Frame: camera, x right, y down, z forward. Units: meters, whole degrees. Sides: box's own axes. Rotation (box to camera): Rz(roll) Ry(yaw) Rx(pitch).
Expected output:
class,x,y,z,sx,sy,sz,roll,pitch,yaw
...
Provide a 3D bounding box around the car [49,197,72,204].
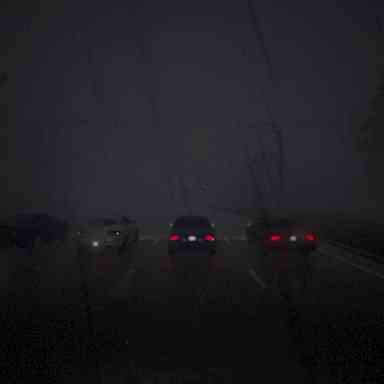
class,x,y,z,sx,sy,sz,roll,pitch,yaw
car,-34.107,2.155,86.158,4.553,1.767,2.097,0,-1,35

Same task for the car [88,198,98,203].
class,x,y,z,sx,sy,sz,roll,pitch,yaw
car,-28.661,2.438,90.815,4.718,1.301,1.895,0,-1,35

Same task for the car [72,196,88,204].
class,x,y,z,sx,sy,sz,roll,pitch,yaw
car,-30.579,2.040,87.892,5.566,2.045,2.150,0,-1,39

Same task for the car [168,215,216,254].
class,x,y,z,sx,sy,sz,roll,pitch,yaw
car,0.003,1.678,13.989,2.033,1.411,5.357,0,-1,0

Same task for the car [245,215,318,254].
class,x,y,z,sx,sy,sz,roll,pitch,yaw
car,3.503,1.678,13.988,2.033,1.411,5.357,0,-1,0

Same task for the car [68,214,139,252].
class,x,y,z,sx,sy,sz,roll,pitch,yaw
car,-3.499,1.660,14.377,1.812,1.442,4.674,0,0,0

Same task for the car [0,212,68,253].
class,x,y,z,sx,sy,sz,roll,pitch,yaw
car,-7.000,1.613,14.475,1.882,1.535,5.008,0,0,0
